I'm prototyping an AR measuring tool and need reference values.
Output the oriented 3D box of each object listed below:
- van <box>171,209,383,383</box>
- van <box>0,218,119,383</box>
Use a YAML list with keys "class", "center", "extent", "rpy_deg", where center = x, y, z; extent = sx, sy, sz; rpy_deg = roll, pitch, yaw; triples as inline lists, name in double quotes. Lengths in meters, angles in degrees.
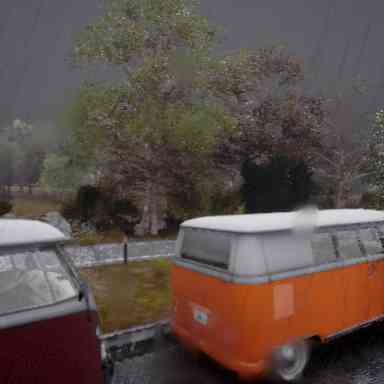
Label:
- class: "van"
  center: [1.932, 1.305, 5.360]
  extent: [4.442, 1.987, 1.878]
  rpy_deg: [0, -2, -33]
- class: "van"
  center: [-2.689, 1.232, 2.209]
  extent: [4.442, 1.987, 1.878]
  rpy_deg: [0, -2, -38]
